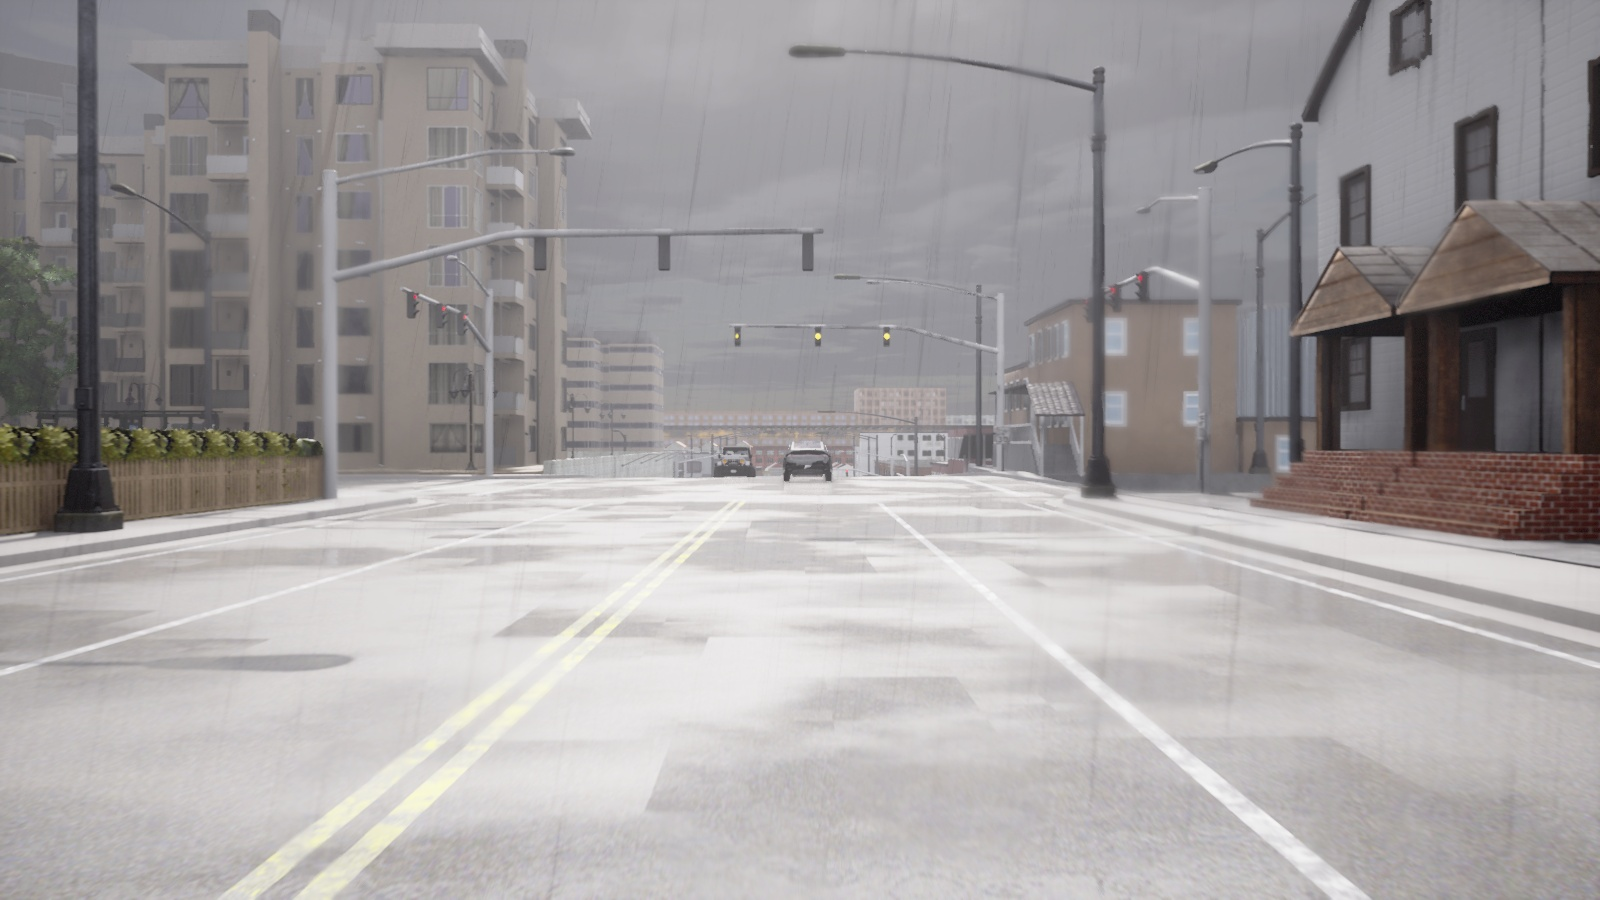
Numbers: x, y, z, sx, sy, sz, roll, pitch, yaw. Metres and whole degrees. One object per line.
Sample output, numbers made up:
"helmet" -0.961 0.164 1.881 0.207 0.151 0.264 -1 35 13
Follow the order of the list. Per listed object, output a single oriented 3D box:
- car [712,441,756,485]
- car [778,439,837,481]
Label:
"car" -3.135 0.667 60.722 1.905 1.878 3.866 0 -4 0
"car" 0.292 0.362 48.186 2.128 1.511 4.902 0 0 0
